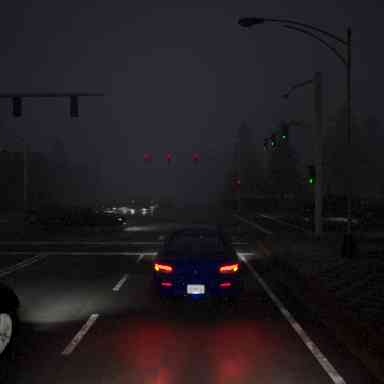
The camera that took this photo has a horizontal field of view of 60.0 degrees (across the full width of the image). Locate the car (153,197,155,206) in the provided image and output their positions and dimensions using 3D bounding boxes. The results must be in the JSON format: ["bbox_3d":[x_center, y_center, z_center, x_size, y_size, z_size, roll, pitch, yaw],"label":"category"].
[{"bbox_3d":[-7.136,1.505,55.495,1.837,1.490,4.892,0,0,0],"label":"car"}]

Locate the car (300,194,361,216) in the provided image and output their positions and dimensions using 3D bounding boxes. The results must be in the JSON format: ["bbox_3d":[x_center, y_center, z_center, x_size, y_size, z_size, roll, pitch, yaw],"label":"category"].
[{"bbox_3d":[13.062,1.222,31.107,5.566,2.045,2.150,0,0,0],"label":"car"}]

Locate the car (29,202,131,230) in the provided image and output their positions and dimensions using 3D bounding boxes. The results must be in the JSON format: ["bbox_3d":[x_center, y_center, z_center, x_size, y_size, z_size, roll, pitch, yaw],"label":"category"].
[{"bbox_3d":[-6.826,1.547,20.672,5.357,1.411,2.033,0,0,2],"label":"car"}]

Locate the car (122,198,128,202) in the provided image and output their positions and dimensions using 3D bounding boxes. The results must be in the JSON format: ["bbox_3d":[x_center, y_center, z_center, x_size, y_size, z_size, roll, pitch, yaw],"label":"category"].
[{"bbox_3d":[-10.648,1.601,51.392,1.895,1.301,4.718,0,0,0],"label":"car"}]

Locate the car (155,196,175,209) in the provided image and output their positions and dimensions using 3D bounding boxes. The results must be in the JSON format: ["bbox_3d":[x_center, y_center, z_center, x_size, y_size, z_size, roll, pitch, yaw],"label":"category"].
[{"bbox_3d":[-3.453,1.352,46.136,2.097,1.767,4.553,0,0,0],"label":"car"}]

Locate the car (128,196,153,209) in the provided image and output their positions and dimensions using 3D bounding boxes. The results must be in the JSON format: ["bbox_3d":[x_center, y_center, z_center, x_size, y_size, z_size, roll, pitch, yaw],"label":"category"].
[{"bbox_3d":[-7.149,1.352,46.353,2.097,1.767,4.553,0,0,0],"label":"car"}]

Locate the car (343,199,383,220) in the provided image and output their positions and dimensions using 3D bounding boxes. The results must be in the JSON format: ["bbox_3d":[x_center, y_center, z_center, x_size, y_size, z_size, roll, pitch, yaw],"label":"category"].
[{"bbox_3d":[15.883,1.547,27.608,5.357,1.411,2.033,0,0,0],"label":"car"}]

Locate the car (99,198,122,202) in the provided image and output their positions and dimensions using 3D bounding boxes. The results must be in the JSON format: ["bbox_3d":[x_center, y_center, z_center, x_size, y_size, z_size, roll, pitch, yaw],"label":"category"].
[{"bbox_3d":[-10.645,1.526,42.293,1.812,1.442,4.674,0,0,0],"label":"car"}]

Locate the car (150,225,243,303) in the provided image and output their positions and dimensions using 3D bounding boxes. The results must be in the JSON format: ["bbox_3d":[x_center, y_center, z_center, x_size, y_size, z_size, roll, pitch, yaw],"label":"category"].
[{"bbox_3d":[0.130,1.526,8.088,1.812,1.442,4.674,0,0,2],"label":"car"}]

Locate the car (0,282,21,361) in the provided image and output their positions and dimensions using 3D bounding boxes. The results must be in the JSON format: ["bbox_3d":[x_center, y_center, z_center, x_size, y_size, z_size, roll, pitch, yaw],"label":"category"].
[{"bbox_3d":[-3.442,1.505,2.954,1.837,1.490,4.892,0,0,0],"label":"car"}]

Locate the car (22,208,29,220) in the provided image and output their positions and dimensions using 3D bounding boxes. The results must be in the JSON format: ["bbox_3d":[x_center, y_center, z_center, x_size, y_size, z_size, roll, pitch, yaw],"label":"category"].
[{"bbox_3d":[-9.746,1.506,24.237,4.892,1.490,1.837,0,0,1],"label":"car"}]
